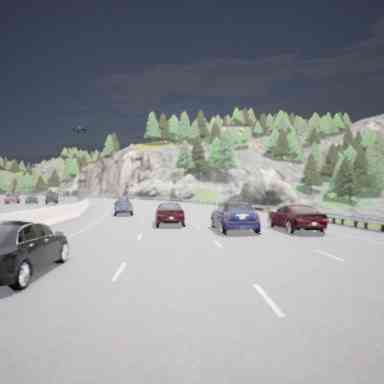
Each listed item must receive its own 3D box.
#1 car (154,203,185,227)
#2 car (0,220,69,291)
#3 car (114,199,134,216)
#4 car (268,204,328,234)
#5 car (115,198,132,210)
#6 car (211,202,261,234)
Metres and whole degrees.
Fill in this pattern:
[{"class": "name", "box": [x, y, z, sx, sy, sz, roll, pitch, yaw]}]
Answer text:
[{"class": "car", "box": [-1.595, 1.471, 23.090, 1.882, 1.535, 5.008, 0, 0, -7]}, {"class": "car", "box": [-4.829, 1.516, 8.998, 1.837, 1.490, 4.892, 0, 0, -3]}, {"class": "car", "box": [-6.700, 1.553, 32.912, 2.033, 1.411, 5.357, 0, 0, -11]}, {"class": "car", "box": [5.916, 1.449, 19.204, 1.882, 1.535, 5.008, 0, 0, -6]}, {"class": "car", "box": [-9.369, 1.572, 45.348, 1.994, 1.385, 4.181, 0, 0, -16]}, {"class": "car", "box": [2.387, 1.335, 19.219, 2.097, 1.767, 4.553, 0, 0, -6]}]
